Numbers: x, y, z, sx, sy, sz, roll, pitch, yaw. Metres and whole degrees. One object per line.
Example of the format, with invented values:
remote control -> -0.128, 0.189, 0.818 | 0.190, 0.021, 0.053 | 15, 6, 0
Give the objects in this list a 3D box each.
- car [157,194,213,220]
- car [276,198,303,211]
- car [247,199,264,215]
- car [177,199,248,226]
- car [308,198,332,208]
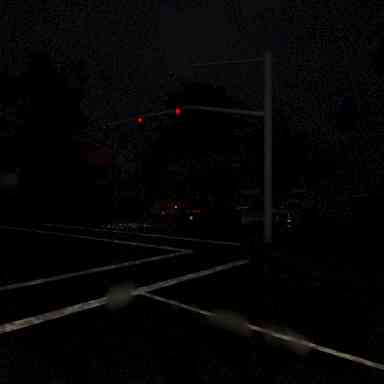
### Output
car -> -0.342, 1.221, 27.004 | 2.150, 2.045, 5.566 | 0, 0, 41
car -> 12.262, 1.526, 41.513 | 1.812, 1.442, 4.674 | 0, 0, 41
car -> 6.165, 1.491, 34.491 | 2.128, 1.511, 4.902 | 0, 0, 41
car -> 1.560, 1.491, 23.621 | 2.128, 1.511, 4.902 | 0, 0, 42
car -> 18.891, 1.601, 49.123 | 1.895, 1.301, 4.718 | 0, 0, 41
